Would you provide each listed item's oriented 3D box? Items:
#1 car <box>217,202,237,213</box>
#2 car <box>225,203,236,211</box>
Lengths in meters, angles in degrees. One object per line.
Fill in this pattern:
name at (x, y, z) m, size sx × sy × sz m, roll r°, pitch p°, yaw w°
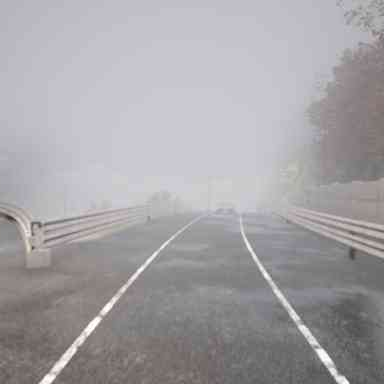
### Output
car at (4.120, 1.843, 40.405) m, size 1.895 × 1.301 × 4.718 m, roll 0°, pitch -2°, yaw 8°
car at (7.100, 2.780, 60.991) m, size 1.837 × 1.490 × 4.892 m, roll 0°, pitch -4°, yaw 10°
